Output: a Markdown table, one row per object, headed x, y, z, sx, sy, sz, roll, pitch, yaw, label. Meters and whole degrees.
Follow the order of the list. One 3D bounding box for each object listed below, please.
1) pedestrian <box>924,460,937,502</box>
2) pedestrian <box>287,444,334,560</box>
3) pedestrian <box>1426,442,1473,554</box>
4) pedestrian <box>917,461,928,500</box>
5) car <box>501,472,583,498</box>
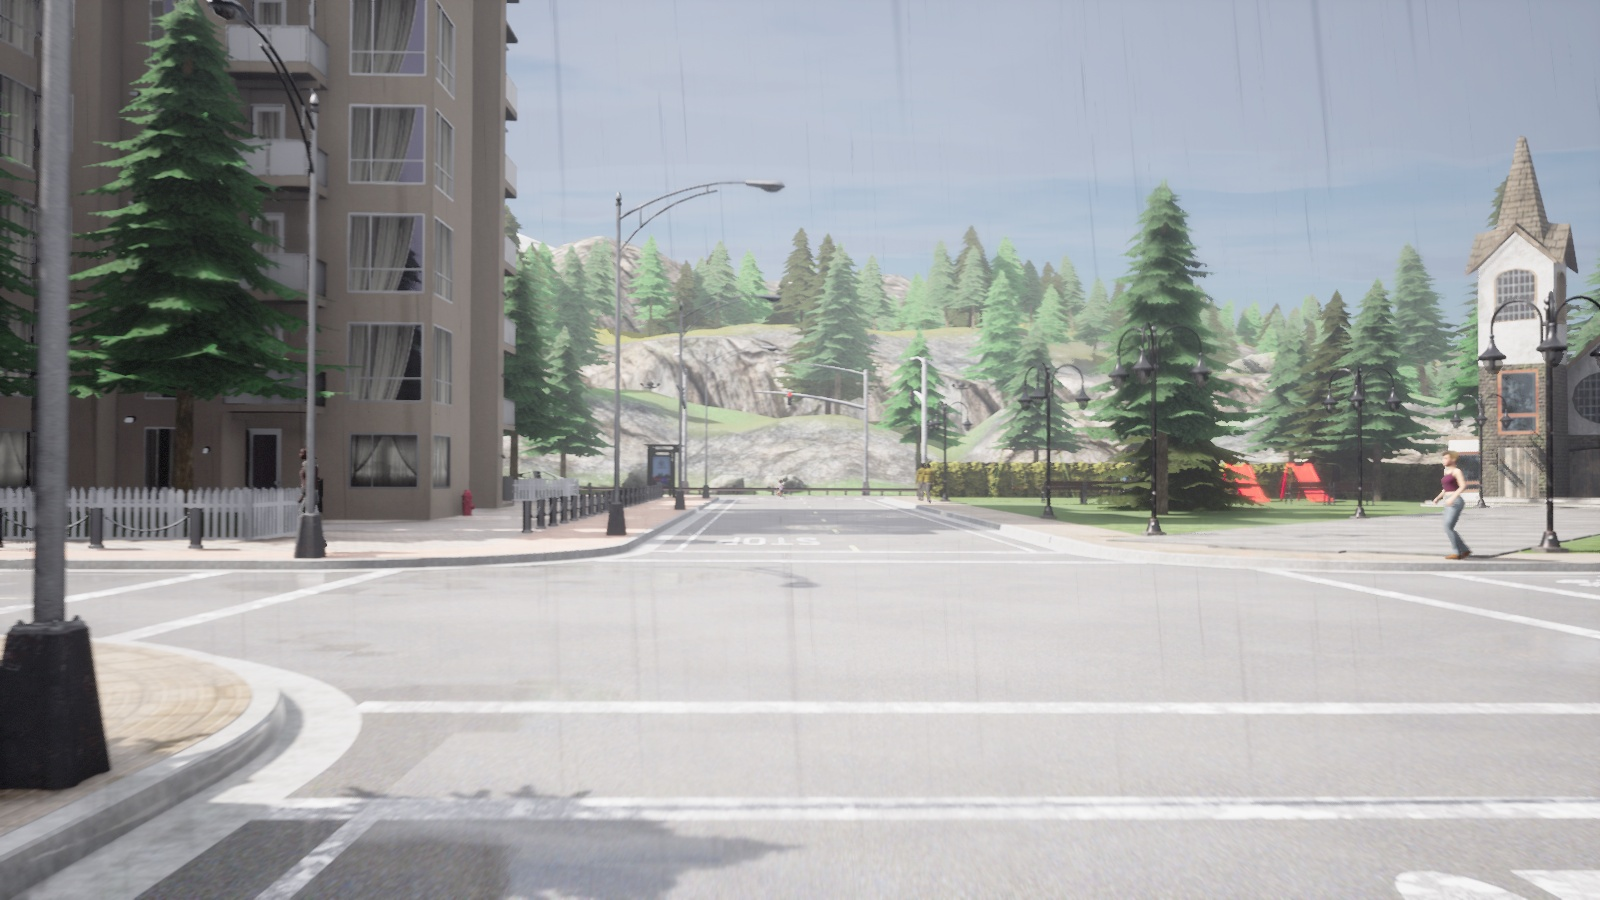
| x | y | z | sx | sy | sz | roll | pitch | yaw | label |
| --- | --- | --- | --- | --- | --- | --- | --- | --- | --- |
| 5.736 | 1.379 | 55.268 | 0.431 | 1.840 | 0.709 | 0 | -1 | -4 | pedestrian |
| -8.271 | 0.871 | 21.223 | 0.666 | 1.930 | 0.402 | 0 | -1 | -11 | pedestrian |
| 10.720 | 0.792 | 20.727 | 0.594 | 1.836 | 0.345 | 0 | -1 | 7 | pedestrian |
| 5.778 | 1.447 | 59.352 | 0.431 | 1.840 | 0.709 | 0 | -1 | -3 | pedestrian |
| -15.325 | 2.086 | 74.776 | 4.514 | 1.525 | 2.007 | 0 | -1 | -1 | car |
